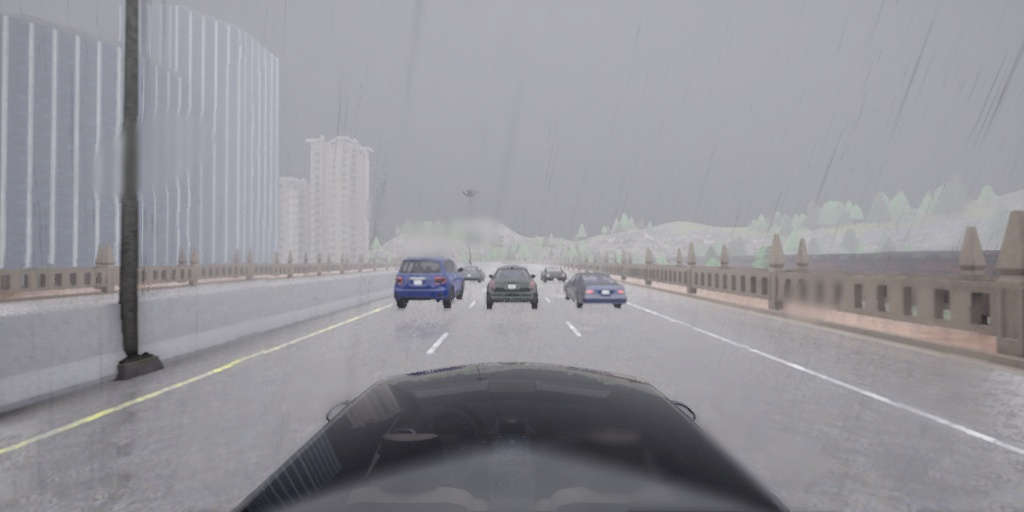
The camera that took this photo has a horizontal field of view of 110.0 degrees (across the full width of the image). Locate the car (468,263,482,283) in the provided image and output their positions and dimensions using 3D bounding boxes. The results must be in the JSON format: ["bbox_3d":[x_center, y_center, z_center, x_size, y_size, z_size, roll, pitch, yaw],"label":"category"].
[{"bbox_3d":[-3.486,1.588,31.275,1.994,1.385,4.181,0,0,0],"label":"car"}]

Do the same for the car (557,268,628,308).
[{"bbox_3d":[3.504,1.429,15.951,2.033,1.411,5.357,0,0,0],"label":"car"}]

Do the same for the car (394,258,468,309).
[{"bbox_3d":[-3.495,1.099,15.990,2.150,2.045,5.566,0,0,0],"label":"car"}]

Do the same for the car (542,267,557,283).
[{"bbox_3d":[3.510,1.622,31.064,1.895,1.301,4.718,0,0,0],"label":"car"}]

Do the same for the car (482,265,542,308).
[{"bbox_3d":[0.006,1.233,16.047,2.097,1.767,4.553,0,-1,0],"label":"car"}]
